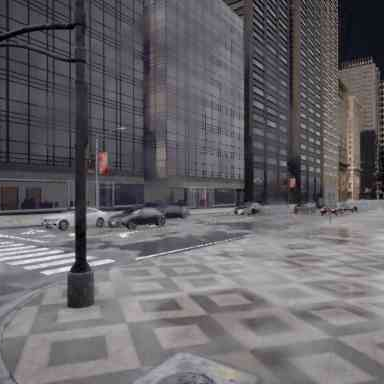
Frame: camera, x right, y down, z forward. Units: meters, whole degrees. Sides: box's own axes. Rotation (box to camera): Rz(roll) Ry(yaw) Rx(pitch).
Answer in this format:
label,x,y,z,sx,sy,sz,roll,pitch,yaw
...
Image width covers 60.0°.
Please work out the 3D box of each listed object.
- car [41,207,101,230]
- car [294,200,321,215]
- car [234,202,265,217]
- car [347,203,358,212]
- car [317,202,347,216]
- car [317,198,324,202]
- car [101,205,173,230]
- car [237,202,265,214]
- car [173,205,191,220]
label,x,y,z,sx,sy,sz,roll,pitch,yaw
car,-7.947,1.757,23.013,1.812,1.442,4.674,0,-1,37
car,14.807,2.110,43.204,1.837,1.490,4.892,0,-1,36
car,6.517,1.982,37.497,2.128,1.511,4.902,0,-1,36
car,23.327,2.276,49.546,2.033,1.411,5.357,0,-1,36
car,17.464,2.194,41.330,1.895,1.301,4.718,0,-1,36
car,20.709,1.963,51.474,2.150,2.045,5.566,0,-1,36
car,-3.715,1.781,23.310,1.812,1.442,4.674,0,-1,36
car,8.032,2.124,45.115,1.812,1.442,4.674,0,-1,36
car,-2.266,1.909,30.884,2.033,1.411,5.357,0,-1,36
